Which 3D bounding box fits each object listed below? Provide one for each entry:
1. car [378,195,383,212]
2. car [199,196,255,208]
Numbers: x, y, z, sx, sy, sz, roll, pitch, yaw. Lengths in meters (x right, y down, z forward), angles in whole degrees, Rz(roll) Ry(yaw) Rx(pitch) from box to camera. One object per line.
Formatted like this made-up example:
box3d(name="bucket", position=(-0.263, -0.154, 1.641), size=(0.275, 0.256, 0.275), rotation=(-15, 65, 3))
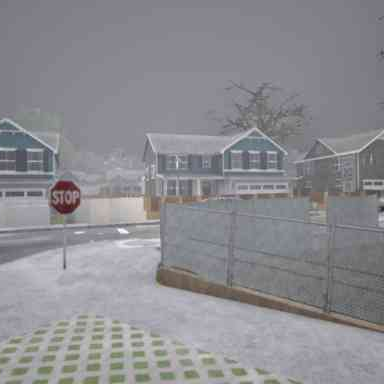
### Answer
box3d(name="car", position=(13.677, 0.729, 21.965), size=(5.357, 1.411, 2.033), rotation=(-2, 0, -17))
box3d(name="car", position=(1.246, 1.007, 18.033), size=(4.902, 1.511, 2.128), rotation=(-2, 0, -18))
